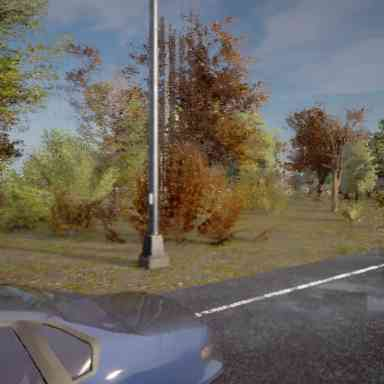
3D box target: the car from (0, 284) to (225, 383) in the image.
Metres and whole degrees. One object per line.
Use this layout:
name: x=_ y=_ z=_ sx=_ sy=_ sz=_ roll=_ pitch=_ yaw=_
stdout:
car: x=-2.254 y=1.547 z=2.385 sx=5.357 sy=1.411 sz=2.033 roll=0 pitch=0 yaw=-36
